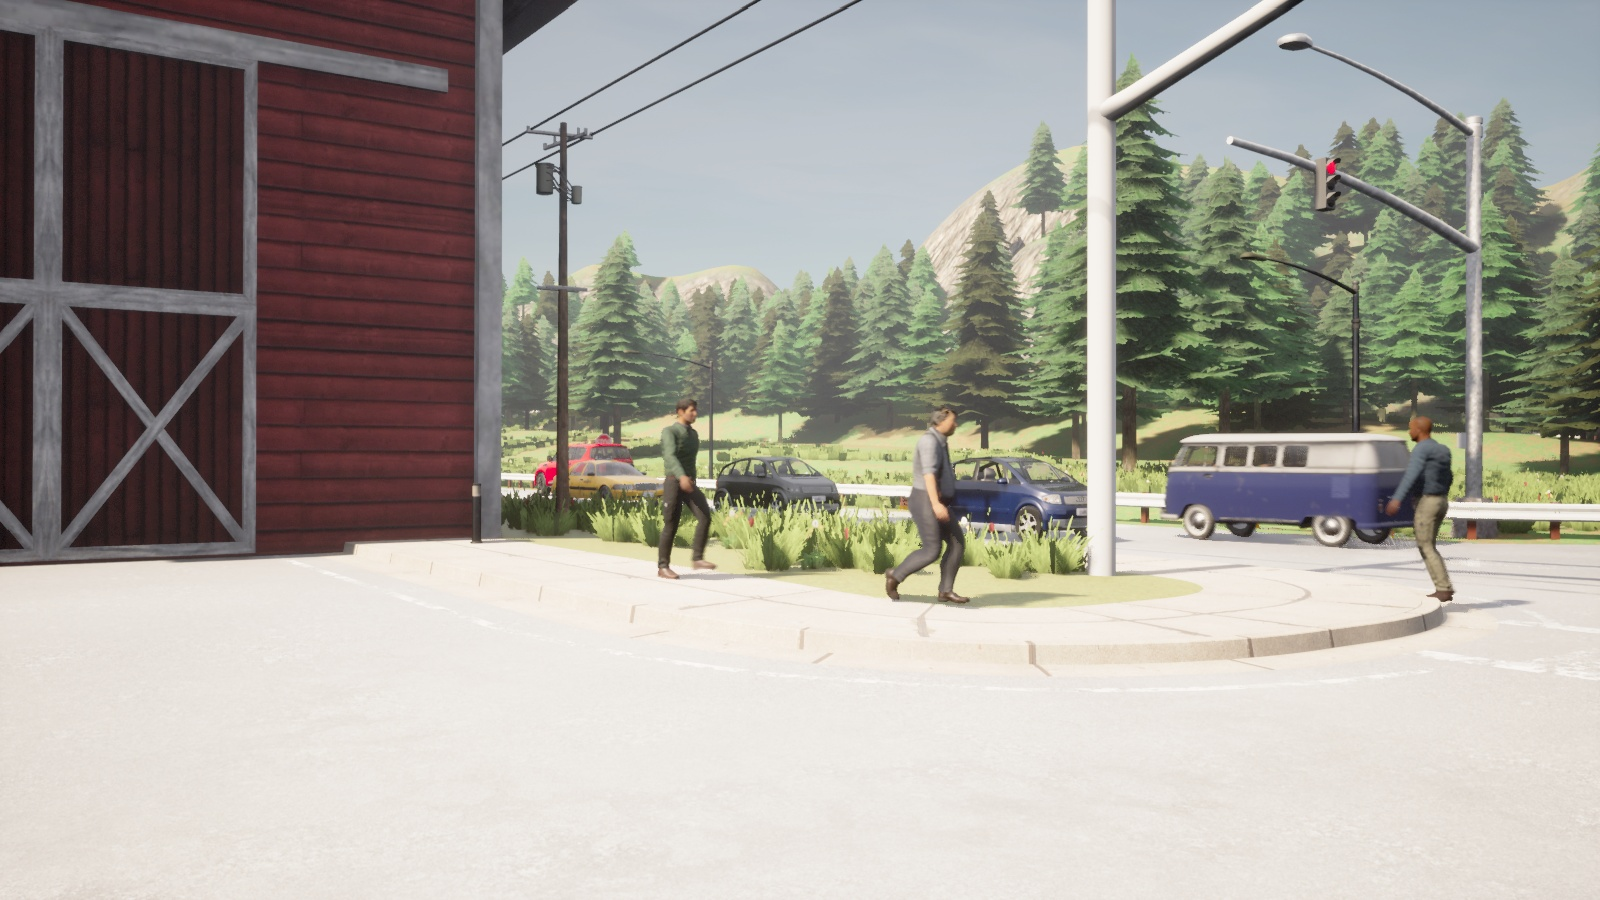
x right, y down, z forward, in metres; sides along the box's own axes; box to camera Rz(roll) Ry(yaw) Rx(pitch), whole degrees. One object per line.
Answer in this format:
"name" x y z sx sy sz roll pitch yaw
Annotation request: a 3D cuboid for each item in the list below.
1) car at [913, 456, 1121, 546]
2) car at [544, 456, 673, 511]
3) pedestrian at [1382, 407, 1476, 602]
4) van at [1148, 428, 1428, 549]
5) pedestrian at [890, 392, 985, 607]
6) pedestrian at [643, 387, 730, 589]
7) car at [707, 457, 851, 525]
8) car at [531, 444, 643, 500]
"car" 4.009 0.891 23.679 1.789 1.549 3.705 0 0 -34
"car" -5.979 0.969 38.589 1.801 1.575 5.366 0 0 -34
"pedestrian" 6.140 0.518 12.278 0.370 1.835 0.726 0 0 -35
"van" 8.778 0.648 22.916 1.775 1.987 4.442 0 0 -40
"pedestrian" 1.224 0.428 11.172 0.694 1.848 0.540 0 0 26
"pedestrian" -1.133 0.371 12.508 0.788 1.949 0.423 0 0 37
"car" -0.571 0.945 30.515 1.789 1.549 3.705 0 0 -34
"car" -8.284 0.815 48.326 2.150 2.045 5.566 0 0 -34
